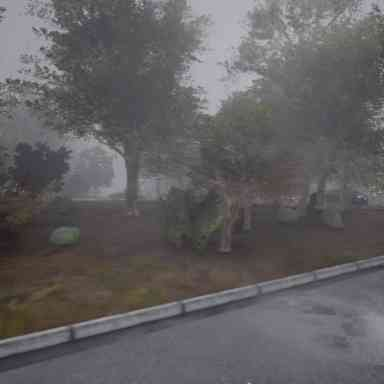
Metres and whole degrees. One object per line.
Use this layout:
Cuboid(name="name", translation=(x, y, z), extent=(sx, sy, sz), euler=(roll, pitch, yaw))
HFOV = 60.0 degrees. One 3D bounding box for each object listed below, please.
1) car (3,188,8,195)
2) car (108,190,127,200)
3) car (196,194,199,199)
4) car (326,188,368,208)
Cuboid(name="car", translation=(-20.522, 0.230, 37.342), extent=(5.357, 1.411, 2.033), euler=(1, 0, -22))
Cuboid(name="car", translation=(-8.838, 0.413, 44.599), extent=(4.674, 1.442, 1.812), euler=(1, 0, -32))
Cuboid(name="car", translation=(-0.669, 0.512, 44.064), extent=(4.892, 1.490, 1.837), euler=(1, -2, -9))
Cuboid(name="car", translation=(15.893, 0.632, 35.812), extent=(2.150, 2.045, 5.566), euler=(1, 0, -36))
